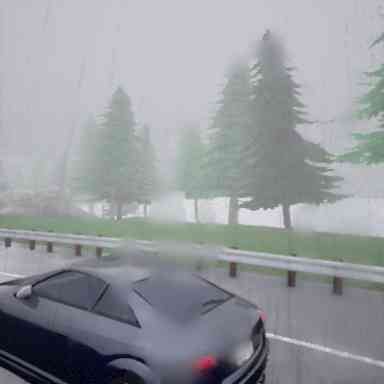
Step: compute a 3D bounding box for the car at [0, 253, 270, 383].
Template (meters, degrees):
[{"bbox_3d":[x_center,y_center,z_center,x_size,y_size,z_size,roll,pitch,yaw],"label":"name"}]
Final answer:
[{"bbox_3d":[-1.149,1.537,4.358,4.181,1.385,1.994,0,0,34],"label":"car"}]
